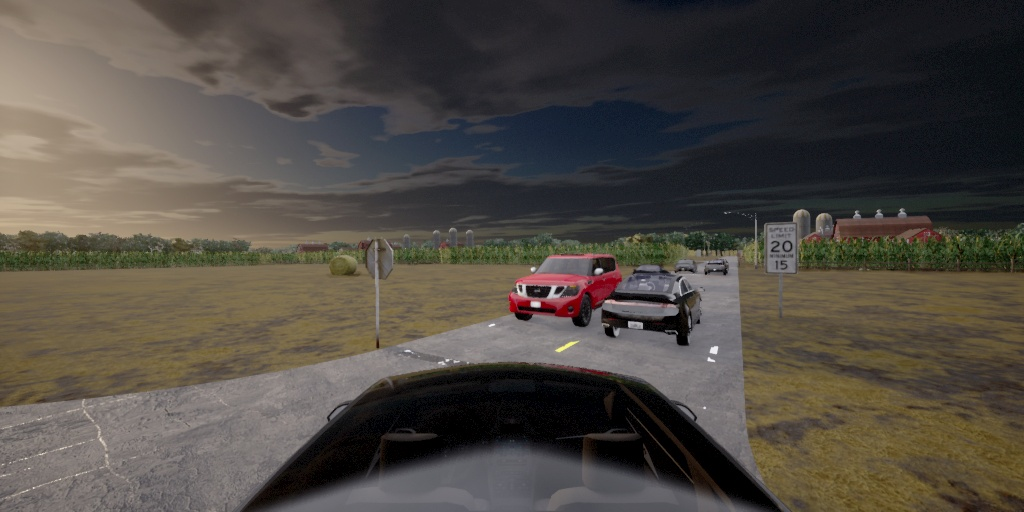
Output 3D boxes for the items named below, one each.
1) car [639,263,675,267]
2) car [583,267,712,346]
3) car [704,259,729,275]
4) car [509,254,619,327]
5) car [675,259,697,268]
[{"bbox_3d":[8.643,1.224,22.464,1.994,1.385,4.181,0,0,32],"label":"car"},{"bbox_3d":[3.852,1.212,9.488,2.128,1.511,4.902,0,0,32],"label":"car"},{"bbox_3d":[20.325,1.076,35.627,2.128,1.511,4.902,0,0,33],"label":"car"},{"bbox_3d":[2.078,0.934,11.963,2.150,2.045,5.566,0,0,32],"label":"car"},{"bbox_3d":[18.383,1.084,37.850,1.837,1.490,4.892,0,0,33],"label":"car"}]
